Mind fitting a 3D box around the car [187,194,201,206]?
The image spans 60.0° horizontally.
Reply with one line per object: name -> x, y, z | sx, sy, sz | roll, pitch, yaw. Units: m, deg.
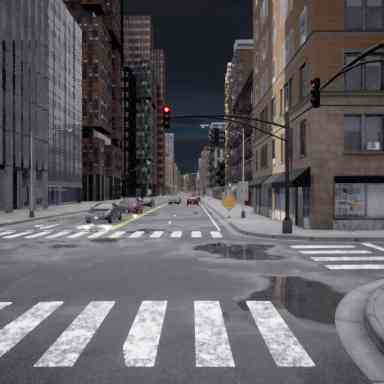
car -> 0.106, 1.494, 54.800 | 1.882, 1.535, 5.008 | 0, 0, 0

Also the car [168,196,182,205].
car -> -3.144, 1.620, 59.341 | 1.895, 1.301, 4.718 | 0, 0, 0

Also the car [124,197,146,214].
car -> -6.593, 1.359, 35.669 | 2.097, 1.767, 4.553 | 0, 0, 0

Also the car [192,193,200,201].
car -> 0.985, 1.269, 85.643 | 2.150, 2.045, 5.566 | 0, 0, 0

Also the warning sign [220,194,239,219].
warning sign -> 2.857, 1.119, 25.609 | 1.300, 1.860, 1.060 | 0, 0, 0

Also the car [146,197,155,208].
car -> -6.576, 1.490, 48.201 | 1.882, 1.535, 5.008 | 0, 0, 0

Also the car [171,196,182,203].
car -> -3.146, 1.574, 69.599 | 2.033, 1.411, 5.357 | 0, 0, 0

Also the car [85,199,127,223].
car -> -6.605, 1.529, 25.449 | 1.812, 1.442, 4.674 | 0, 0, 2
